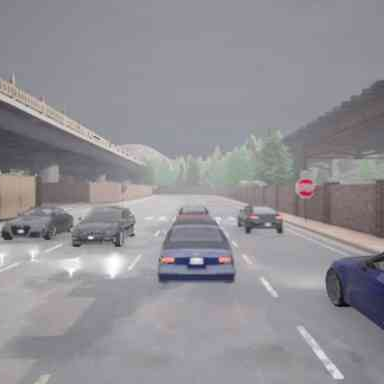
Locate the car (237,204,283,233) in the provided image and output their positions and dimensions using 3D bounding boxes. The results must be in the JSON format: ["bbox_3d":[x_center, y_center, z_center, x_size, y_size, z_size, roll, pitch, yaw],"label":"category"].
[{"bbox_3d":[3.600,1.354,18.047,1.812,1.442,4.674,0,1,0],"label":"car"}]

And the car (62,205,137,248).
[{"bbox_3d":[-3.567,1.371,14.194,1.837,1.490,4.892,0,0,0],"label":"car"}]

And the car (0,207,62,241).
[{"bbox_3d":[-7.057,1.415,15.695,1.994,1.385,4.181,0,0,0],"label":"car"}]

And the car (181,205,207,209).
[{"bbox_3d":[0.101,1.418,19.181,1.895,1.301,4.718,0,1,0],"label":"car"}]

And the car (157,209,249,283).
[{"bbox_3d":[0.097,1.457,9.419,2.033,1.411,5.357,0,1,0],"label":"car"}]

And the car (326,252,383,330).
[{"bbox_3d":[3.598,1.479,4.766,1.812,1.442,4.674,0,1,0],"label":"car"}]
